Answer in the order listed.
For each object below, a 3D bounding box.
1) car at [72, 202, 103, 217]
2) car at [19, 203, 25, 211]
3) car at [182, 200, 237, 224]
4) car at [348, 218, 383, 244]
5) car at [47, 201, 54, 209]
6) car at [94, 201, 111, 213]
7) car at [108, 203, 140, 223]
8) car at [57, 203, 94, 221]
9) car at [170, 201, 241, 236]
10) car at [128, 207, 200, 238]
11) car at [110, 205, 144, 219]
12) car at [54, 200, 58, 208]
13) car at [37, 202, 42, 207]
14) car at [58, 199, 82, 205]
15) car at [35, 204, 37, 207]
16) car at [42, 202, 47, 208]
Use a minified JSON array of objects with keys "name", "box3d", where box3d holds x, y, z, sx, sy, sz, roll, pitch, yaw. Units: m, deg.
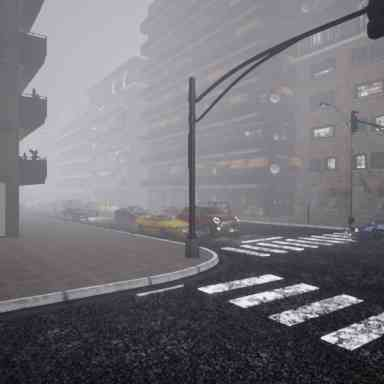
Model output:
[{"name":"car","box3d":[-12.432,2.257,38.966,1.994,1.385,4.181,0,-1,-36]},{"name":"car","box3d":[-31.942,2.770,61.290,1.887,1.381,4.507,-1,0,-36]},{"name":"car","box3d":[1.450,1.713,29.643,2.192,1.841,5.009,-1,0,-36]},{"name":"car","box3d":[10.315,1.631,15.538,5.357,1.411,2.033,-1,0,15]},{"name":"car","box3d":[-28.574,2.623,70.833,2.192,1.841,5.009,-1,0,-36]},{"name":"car","box3d":[-12.433,2.290,49.555,1.801,1.575,5.366,0,-1,-36]},{"name":"car","box3d":[-5.118,1.961,28.909,2.128,1.511,4.902,0,-1,-36]},{"name":"car","box3d":[-11.925,2.163,33.829,1.887,1.381,4.507,-1,0,-36]},{"name":"car","box3d":[0.927,1.634,20.606,2.097,1.767,4.553,0,-1,-36]},{"name":"car","box3d":[-1.817,1.833,19.961,1.752,1.417,4.829,-1,0,-36]},{"name":"car","box3d":[-7.363,2.211,37.421,1.895,1.301,4.718,0,-1,-36]},{"name":"car","box3d":[-25.238,2.524,66.255,2.192,1.841,5.009,-1,0,-36]},{"name":"car","box3d":[-35.241,3.049,79.986,1.887,1.381,4.507,-1,0,-36]},{"name":"car","box3d":[-19.390,2.199,53.900,2.150,2.045,5.566,0,-1,-36]},{"name":"car","box3d":[-38.572,3.168,84.565,1.947,1.339,4.313,-1,0,-36]},{"name":"car","box3d":[-31.904,2.973,75.409,1.947,1.339,4.313,-1,0,-36]}]
